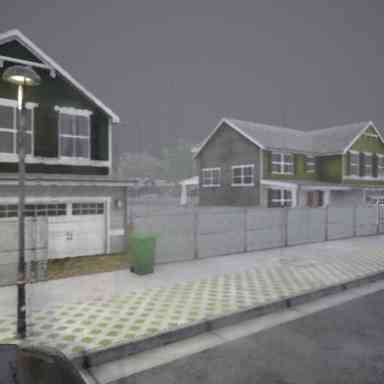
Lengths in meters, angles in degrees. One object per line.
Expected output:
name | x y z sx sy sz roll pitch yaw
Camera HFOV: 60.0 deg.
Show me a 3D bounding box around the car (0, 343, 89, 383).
car | -2.434 1.558 1.335 4.181 1.385 1.994 0 0 -35
